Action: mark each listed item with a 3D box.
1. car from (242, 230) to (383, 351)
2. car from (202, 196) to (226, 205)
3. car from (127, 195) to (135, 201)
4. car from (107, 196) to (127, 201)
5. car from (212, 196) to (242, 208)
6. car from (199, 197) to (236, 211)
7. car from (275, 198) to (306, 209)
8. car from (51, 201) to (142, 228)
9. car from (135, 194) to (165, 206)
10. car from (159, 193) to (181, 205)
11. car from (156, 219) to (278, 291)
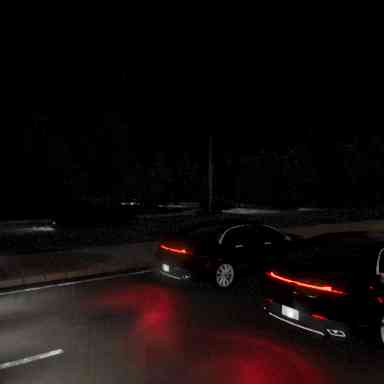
[{"bbox_3d":[3.412,1.505,6.230,4.892,1.490,1.837,0,0,-35],"label":"car"},{"bbox_3d":[3.872,1.525,58.929,1.812,1.442,4.674,0,0,-35],"label":"car"},{"bbox_3d":[-12.817,1.496,70.682,1.837,1.490,4.892,0,0,-35],"label":"car"},{"bbox_3d":[-15.872,1.593,68.944,1.895,1.301,4.718,0,0,-35],"label":"car"},{"bbox_3d":[4.654,1.601,45.574,1.895,1.301,4.718,0,0,-35],"label":"car"},{"bbox_3d":[2.973,1.601,41.792,1.895,1.301,4.718,0,0,-34],"label":"car"},{"bbox_3d":[13.349,1.564,45.362,1.994,1.385,4.181,0,0,-35],"label":"car"},{"bbox_3d":[-6.371,1.547,22.135,5.357,1.411,2.033,0,0,-35],"label":"car"},{"bbox_3d":[-7.186,1.547,56.388,2.033,1.411,5.357,0,0,-35],"label":"car"},{"bbox_3d":[-4.078,1.220,58.053,2.150,2.045,5.566,0,0,-34],"label":"car"},{"bbox_3d":[1.380,1.505,9.079,4.892,1.490,1.837,0,0,-35],"label":"car"}]
